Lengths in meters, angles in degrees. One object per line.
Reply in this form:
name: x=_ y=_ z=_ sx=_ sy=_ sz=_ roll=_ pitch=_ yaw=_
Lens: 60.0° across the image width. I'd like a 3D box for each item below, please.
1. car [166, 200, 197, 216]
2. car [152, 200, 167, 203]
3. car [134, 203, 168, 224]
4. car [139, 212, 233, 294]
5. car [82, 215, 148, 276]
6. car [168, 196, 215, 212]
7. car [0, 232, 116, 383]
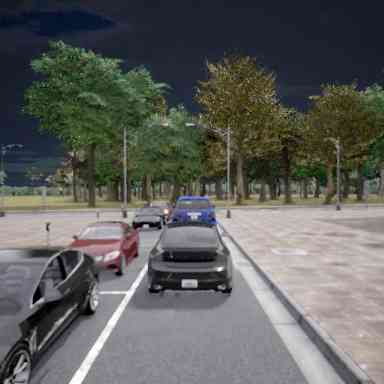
car: x=-1.180 y=1.574 z=34.044 sx=1.837 sy=1.490 sz=4.892 roll=0 pitch=-1 yaw=-19
car: x=-2.635 y=1.475 z=26.596 sx=1.967 sy=1.590 sz=4.097 roll=-1 pitch=0 yaw=0
car: x=-2.636 y=1.593 z=21.160 sx=1.947 sy=1.339 sz=4.313 roll=-1 pitch=0 yaw=0
car: x=-0.029 y=1.516 z=8.810 sx=1.837 sy=1.490 sz=4.892 roll=0 pitch=0 yaw=0
car: x=-2.642 y=1.595 z=10.291 sx=1.802 sy=1.307 sz=4.206 roll=-1 pitch=0 yaw=0
car: x=0.107 y=1.248 z=18.010 sx=2.150 sy=2.045 sz=5.566 roll=0 pitch=0 yaw=0
car: x=-2.645 y=1.572 z=4.856 sx=1.947 sy=1.339 sz=4.313 roll=-1 pitch=0 yaw=0
